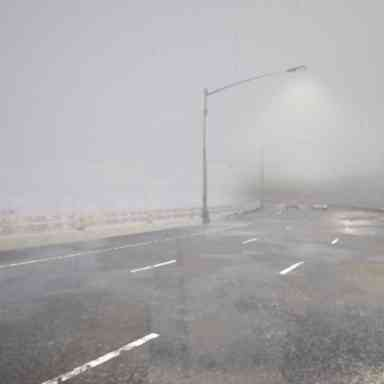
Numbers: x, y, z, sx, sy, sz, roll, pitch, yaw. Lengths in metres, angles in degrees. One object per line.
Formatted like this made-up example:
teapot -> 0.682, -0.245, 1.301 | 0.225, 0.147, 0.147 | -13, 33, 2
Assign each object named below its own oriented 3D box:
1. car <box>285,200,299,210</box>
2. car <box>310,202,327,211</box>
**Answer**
car -> 15.739, 2.015, 52.479 | 2.033, 1.411, 5.357 | 0, 0, 12
car -> 18.337, 2.068, 48.297 | 1.895, 1.301, 4.718 | 0, 0, 14
